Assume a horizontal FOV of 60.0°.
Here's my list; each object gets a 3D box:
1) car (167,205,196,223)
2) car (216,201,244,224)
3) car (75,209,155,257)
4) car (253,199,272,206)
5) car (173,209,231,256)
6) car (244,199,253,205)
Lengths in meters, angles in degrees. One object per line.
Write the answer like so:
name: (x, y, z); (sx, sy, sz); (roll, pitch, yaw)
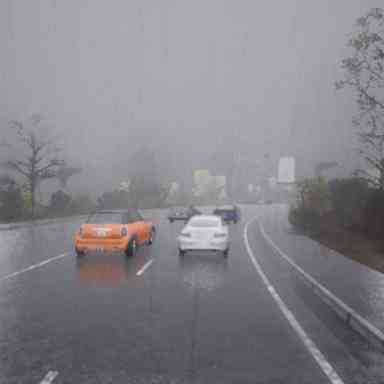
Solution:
car: (-0.551, 1.807, 28.167); (2.033, 1.411, 5.357); (0, 0, 13)
car: (2.984, 1.743, 27.849); (1.882, 1.535, 5.008); (0, 0, 14)
car: (-2.930, 1.474, 13.685); (2.097, 1.767, 4.553); (0, -1, 6)
car: (15.721, 2.208, 72.022); (2.128, 1.511, 4.902); (0, -1, 35)
car: (0.591, 1.655, 13.646); (1.812, 1.442, 4.674); (0, 0, 6)
car: (12.997, 2.288, 74.228); (1.895, 1.301, 4.718); (0, -1, 35)
